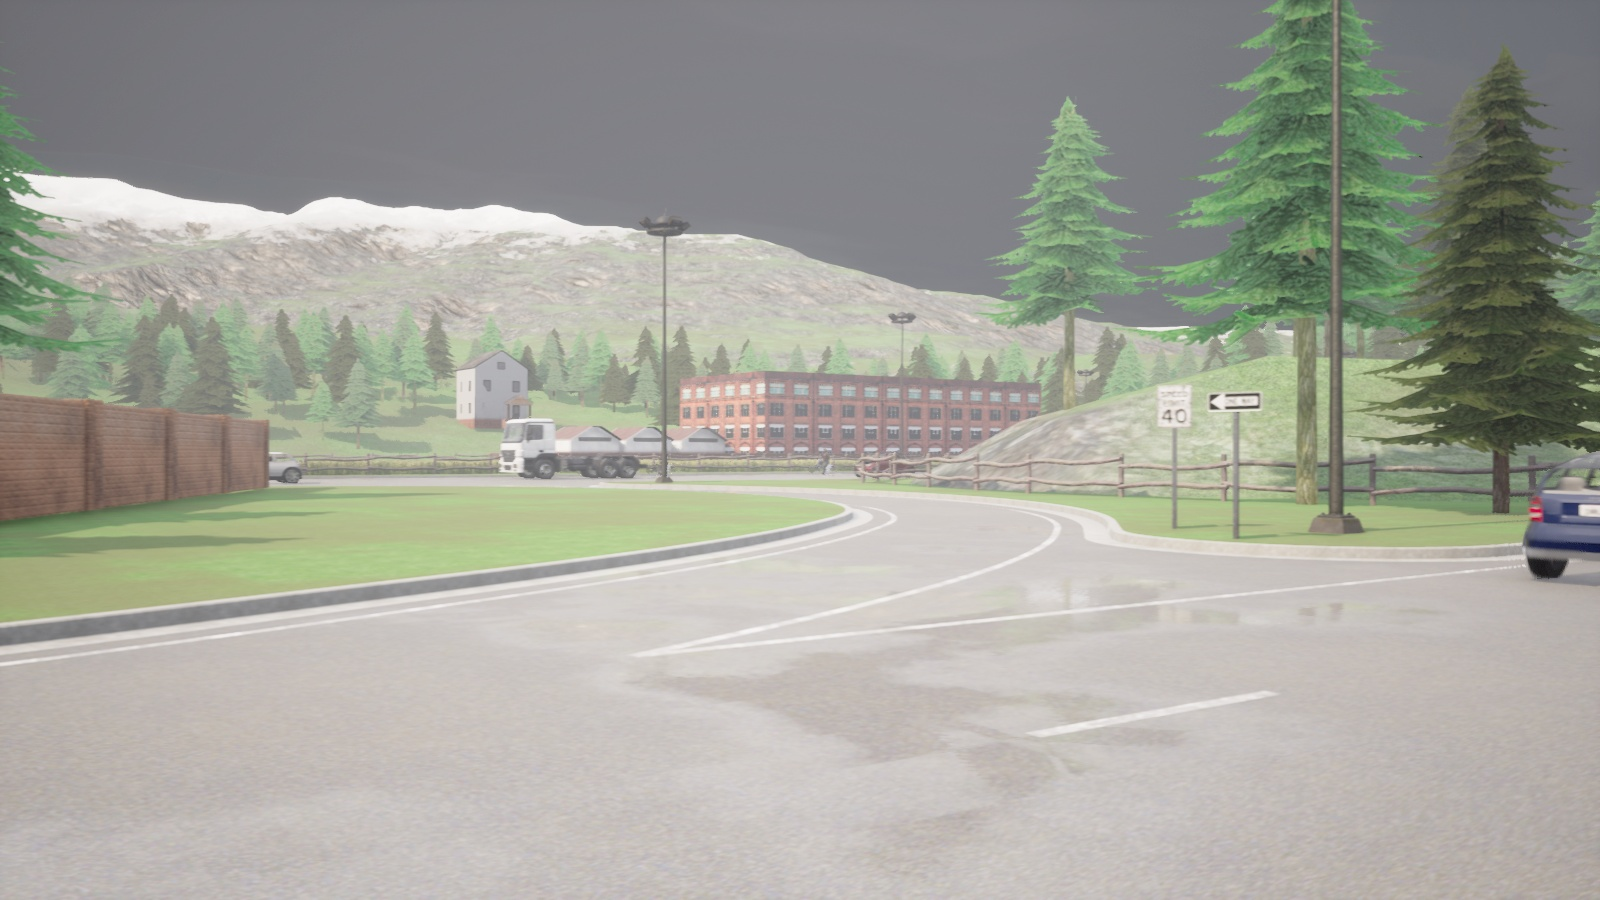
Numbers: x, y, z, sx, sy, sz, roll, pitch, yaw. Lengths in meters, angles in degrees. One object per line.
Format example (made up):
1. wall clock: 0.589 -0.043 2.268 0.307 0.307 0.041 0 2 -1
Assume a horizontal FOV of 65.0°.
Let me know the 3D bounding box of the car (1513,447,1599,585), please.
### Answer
1. car: 10.509 0.741 15.239 3.705 1.549 1.789 0 0 -35

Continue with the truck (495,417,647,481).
1. truck: -12.891 -0.036 70.976 7.936 3.462 2.891 0 0 -35

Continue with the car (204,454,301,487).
1. car: -25.312 0.906 58.119 3.806 1.475 1.970 0 0 -35

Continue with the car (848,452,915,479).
1. car: 4.856 0.896 74.743 3.705 1.549 1.789 0 0 -35
